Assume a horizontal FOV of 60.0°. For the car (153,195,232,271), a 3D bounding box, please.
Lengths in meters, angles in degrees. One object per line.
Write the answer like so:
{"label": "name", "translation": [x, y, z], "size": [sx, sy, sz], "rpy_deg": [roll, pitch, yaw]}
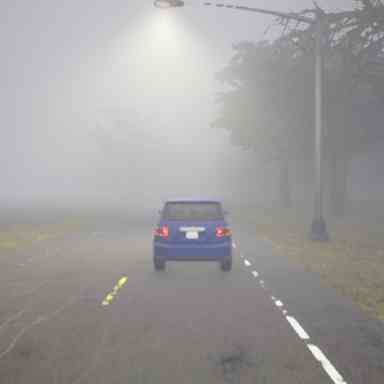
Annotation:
{"label": "car", "translation": [0.051, 1.209, 10.965], "size": [2.150, 2.045, 5.566], "rpy_deg": [0, -1, 1]}

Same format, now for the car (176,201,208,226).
{"label": "car", "translation": [0.042, 1.480, 24.087], "size": [2.033, 1.411, 5.357], "rpy_deg": [0, 1, 1]}

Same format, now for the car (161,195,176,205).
{"label": "car", "translation": [-3.571, 1.147, 51.762], "size": [1.994, 1.385, 4.181], "rpy_deg": [0, 1, 0]}
